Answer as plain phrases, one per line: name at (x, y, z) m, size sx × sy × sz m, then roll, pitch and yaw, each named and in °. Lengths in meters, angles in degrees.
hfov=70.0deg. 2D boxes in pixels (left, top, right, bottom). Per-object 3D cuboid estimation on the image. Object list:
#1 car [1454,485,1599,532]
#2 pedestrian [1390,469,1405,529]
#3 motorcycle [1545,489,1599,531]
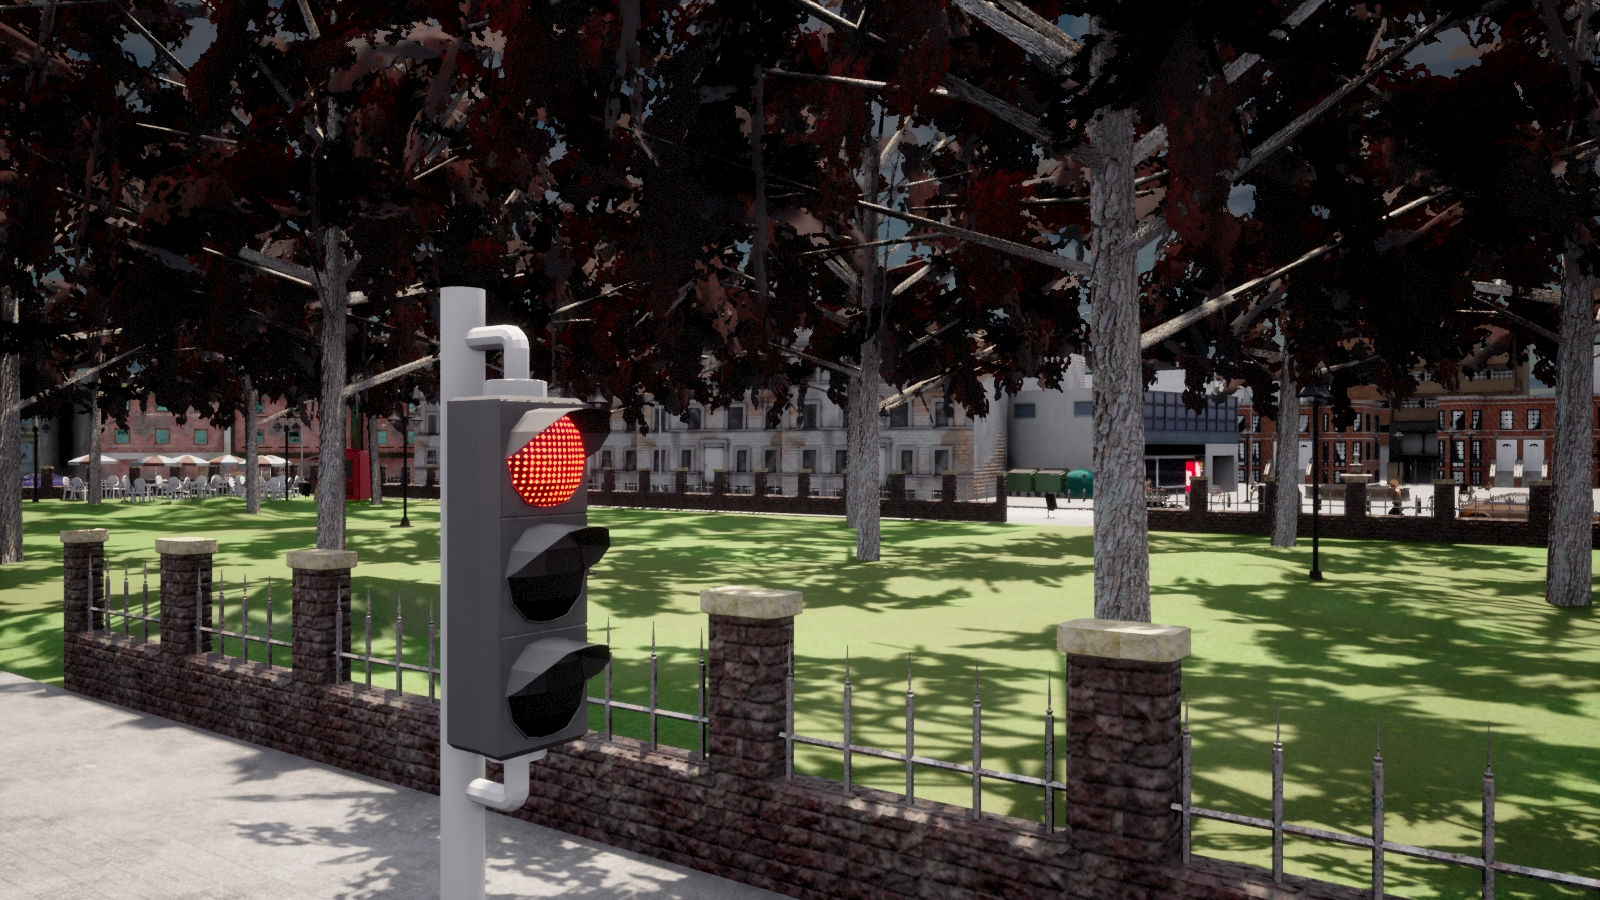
car at (24.184, 1.898, 37.825) m, size 4.181 × 1.385 × 1.994 m, roll 0°, pitch 0°, yaw 36°
pedestrian at (18.747, 1.523, 35.834) m, size 0.375 × 1.860 × 0.375 m, roll 0°, pitch 0°, yaw 36°
motorcycle at (25.489, 1.950, 36.881) m, size 2.356 × 1.277 × 0.764 m, roll 0°, pitch 0°, yaw 36°
